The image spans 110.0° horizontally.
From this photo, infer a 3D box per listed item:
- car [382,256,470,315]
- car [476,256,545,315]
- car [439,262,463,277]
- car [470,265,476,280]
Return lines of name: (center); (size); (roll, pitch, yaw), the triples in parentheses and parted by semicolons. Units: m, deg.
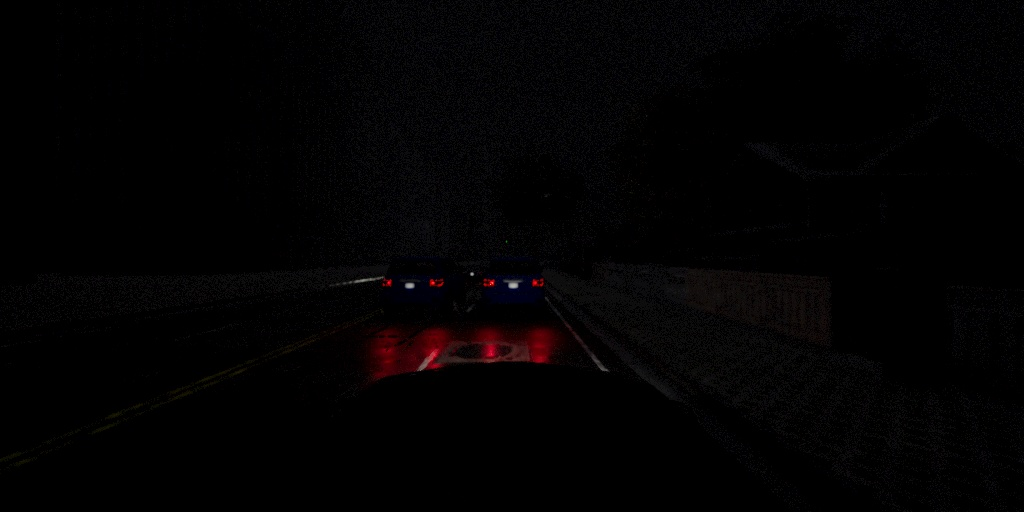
car: (-3.185, 1.020, 13.926); (2.150, 2.045, 5.566); (0, 0, 0)
car: (0.065, 1.020, 13.977); (2.150, 2.045, 5.566); (0, 0, 0)
car: (-6.593, 1.414, 39.453); (1.837, 1.490, 4.892); (0, 1, 0)
car: (-3.172, 1.432, 30.620); (1.994, 1.385, 4.181); (0, 0, 0)
